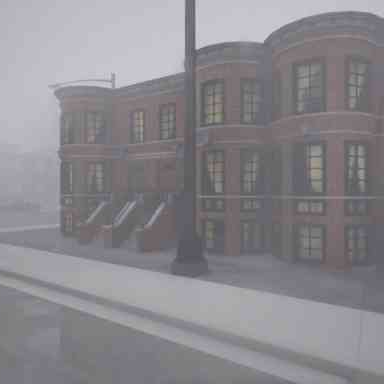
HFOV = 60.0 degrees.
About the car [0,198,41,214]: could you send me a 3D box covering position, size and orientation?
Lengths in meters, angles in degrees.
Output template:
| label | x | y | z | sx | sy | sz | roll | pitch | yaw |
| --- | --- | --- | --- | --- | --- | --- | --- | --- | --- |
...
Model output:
| label | x | y | z | sx | sy | sz | roll | pitch | yaw |
| --- | --- | --- | --- | --- | --- | --- | --- | --- | --- |
| car | -18.626 | 1.598 | 35.063 | 1.895 | 1.301 | 4.718 | 0 | 0 | 35 |
